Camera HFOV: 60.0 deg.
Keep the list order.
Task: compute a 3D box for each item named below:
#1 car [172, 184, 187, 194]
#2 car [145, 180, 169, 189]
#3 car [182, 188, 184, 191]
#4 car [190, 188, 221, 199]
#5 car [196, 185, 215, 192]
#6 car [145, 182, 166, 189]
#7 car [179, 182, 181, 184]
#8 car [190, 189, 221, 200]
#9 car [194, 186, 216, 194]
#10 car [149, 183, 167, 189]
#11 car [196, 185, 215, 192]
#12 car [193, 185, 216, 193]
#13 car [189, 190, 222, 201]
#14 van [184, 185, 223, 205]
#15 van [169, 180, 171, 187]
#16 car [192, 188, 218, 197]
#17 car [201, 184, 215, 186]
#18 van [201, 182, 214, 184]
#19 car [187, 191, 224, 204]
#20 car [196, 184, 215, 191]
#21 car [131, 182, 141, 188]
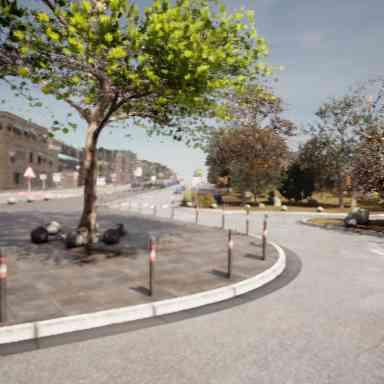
[{"bbox_3d":[-2.329,-0.313,66.178,2.033,1.411,5.357,2,2,2],"label":"car"},{"bbox_3d":[-9.639,-1.797,86.215,5.566,2.045,2.435,2,2,2],"label":"car"},{"bbox_3d":[1.732,0.583,47.810,5.366,1.575,1.946,2,3,2],"label":"car"},{"bbox_3d":[2.256,0.245,56.113,5.008,1.535,2.097,2,2,2],"label":"car"},{"bbox_3d":[3.388,-0.877,83.823,4.792,1.488,2.163,2,2,2],"label":"car"},{"bbox_3d":[-9.694,-1.672,89.031,5.366,1.575,1.946,2,2,2],"label":"car"},{"bbox_3d":[-1.678,-1.121,85.013,2.128,1.511,4.902,2,2,2],"label":"car"},{"bbox_3d":[2.133,0.362,53.343,4.892,1.521,2.231,2,3,2],"label":"car"},{"bbox_3d":[2.997,-0.535,75.512,4.792,1.488,2.163,2,2,2],"label":"car"},{"bbox_3d":[-9.396,-1.737,91.824,4.674,1.452,2.002,2,2,2],"label":"car"},{"bbox_3d":[3.478,-1.021,86.593,4.892,1.521,2.231,2,2,2],"label":"car"},{"bbox_3d":[3.064,-0.804,81.059,5.366,1.575,1.946,2,2,2],"label":"car"},{"bbox_3d":[2.056,0.508,50.573,4.792,1.488,2.163,2,2,2],"label":"car"},{"bbox_3d":[1.587,0.598,42.256,4.442,1.987,1.878,2,3,2],"label":"van"},{"bbox_3d":[-9.159,-2.114,94.607,4.442,1.987,1.878,2,2,2],"label":"van"},{"bbox_3d":[2.469,0.053,61.657,4.674,1.452,2.002,2,2,2],"label":"car"},{"bbox_3d":[2.398,0.005,58.877,4.553,1.767,2.185,2,2,2],"label":"car"},{"bbox_3d":[2.931,-0.554,69.954,4.442,1.987,1.878,2,2,2],"label":"van"},{"bbox_3d":[1.834,0.742,45.030,4.792,1.488,2.163,2,3,2],"label":"car"},{"bbox_3d":[3.699,-1.252,92.136,5.008,1.535,2.097,2,2,2],"label":"car"},{"bbox_3d":[-15.188,-1.916,90.338,2.128,1.511,4.902,2,3,2],"label":"car"}]
